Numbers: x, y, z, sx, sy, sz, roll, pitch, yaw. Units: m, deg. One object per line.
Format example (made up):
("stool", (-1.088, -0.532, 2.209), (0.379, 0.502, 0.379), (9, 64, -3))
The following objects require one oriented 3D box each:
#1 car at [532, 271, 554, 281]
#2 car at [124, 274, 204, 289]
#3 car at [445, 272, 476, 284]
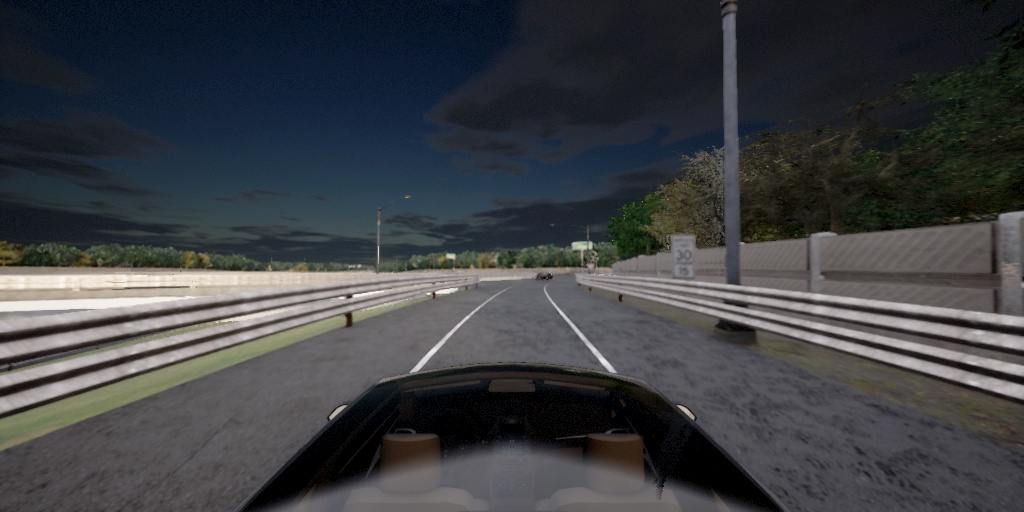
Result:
("car", (5.833, 3.564, 62.870), (1.882, 1.535, 5.008), (-1, -3, 28))
("car", (-25.267, 2.026, 26.219), (4.181, 1.385, 1.994), (2, -3, -37))
("car", (-6.212, 2.772, 44.532), (2.128, 1.511, 4.902), (-2, -3, 39))
